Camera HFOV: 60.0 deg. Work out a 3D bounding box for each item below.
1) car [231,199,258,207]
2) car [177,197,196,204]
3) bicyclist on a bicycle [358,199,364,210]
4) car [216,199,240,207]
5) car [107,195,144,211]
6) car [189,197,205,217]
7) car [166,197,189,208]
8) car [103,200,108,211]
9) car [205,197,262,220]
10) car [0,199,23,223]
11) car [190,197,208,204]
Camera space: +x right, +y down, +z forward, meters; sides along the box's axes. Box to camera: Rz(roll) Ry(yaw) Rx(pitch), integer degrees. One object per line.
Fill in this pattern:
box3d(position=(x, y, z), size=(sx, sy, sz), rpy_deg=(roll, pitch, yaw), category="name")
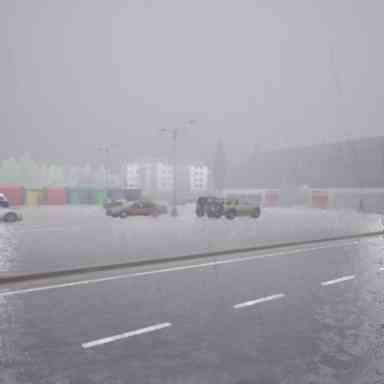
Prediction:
box3d(position=(9.983, 2.013, 63.263), size=(2.033, 1.411, 5.357), rpy_deg=(1, 0, -34), category="car")
box3d(position=(-1.311, 1.829, 73.818), size=(1.882, 1.535, 5.008), rpy_deg=(1, 0, -34), category="car")
box3d(position=(24.849, 1.807, 48.943), size=(1.656, 1.620, 0.582), rpy_deg=(0, 0, -34), category="bicyclist on a bicycle")
box3d(position=(6.666, 2.031, 61.936), size=(1.895, 1.301, 4.718), rpy_deg=(1, 0, -33), category="car")
box3d(position=(-9.261, 1.358, 46.477), size=(3.866, 1.878, 1.905), rpy_deg=(1, 0, -35), category="car")
box3d(position=(2.108, 1.357, 30.482), size=(3.866, 1.878, 1.905), rpy_deg=(1, 0, -35), category="car")
box3d(position=(-2.666, 1.924, 63.224), size=(1.994, 1.385, 4.181), rpy_deg=(1, -1, -33), category="car")
box3d(position=(-10.927, 1.598, 48.845), size=(3.806, 1.475, 1.970), rpy_deg=(1, 0, -35), category="car")
box3d(position=(3.736, 1.354, 28.088), size=(4.605, 1.855, 1.932), rpy_deg=(1, 0, -35), category="car")
box3d(position=(-13.713, 1.416, 22.597), size=(3.806, 1.475, 1.970), rpy_deg=(1, 0, -35), category="car")
box3d(position=(1.595, 1.912, 75.767), size=(1.812, 1.442, 4.674), rpy_deg=(1, 0, -34), category="car")
